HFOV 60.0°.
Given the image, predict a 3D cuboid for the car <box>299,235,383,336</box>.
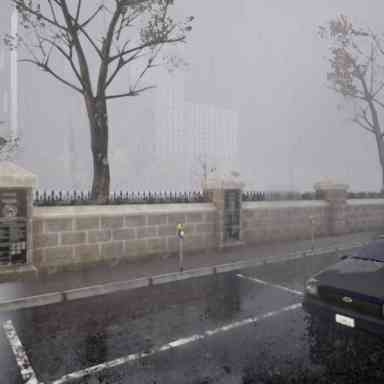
[{"bbox_3d":[4.472,1.548,6.556,5.357,1.411,2.033,0,0,-35],"label":"car"}]
